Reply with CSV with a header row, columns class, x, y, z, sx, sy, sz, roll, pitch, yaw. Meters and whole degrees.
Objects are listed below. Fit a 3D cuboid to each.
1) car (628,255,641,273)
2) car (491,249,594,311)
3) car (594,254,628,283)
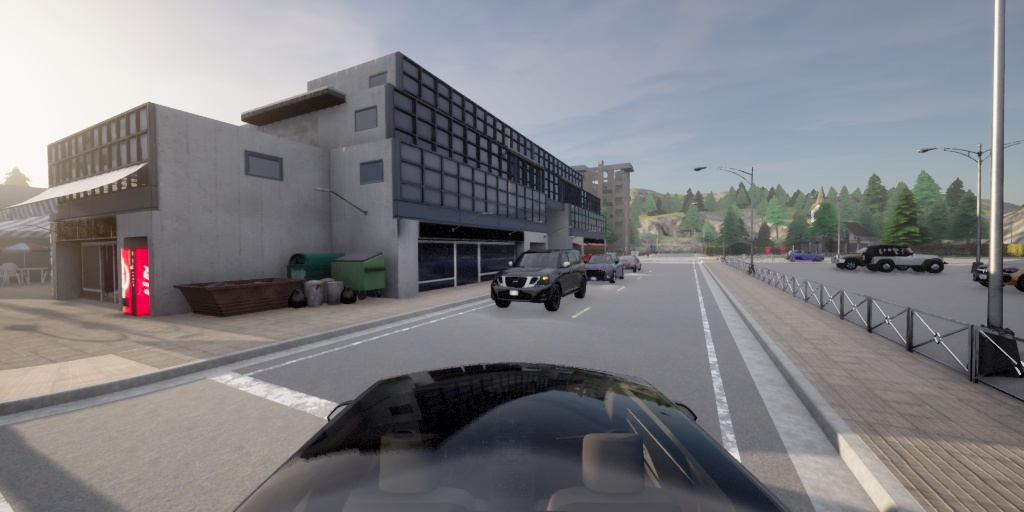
class,x,y,z,sx,sy,sz,roll,pitch,yaw
car,10.250,0.632,31.738,1.812,1.442,4.674,0,1,27
car,1.290,0.757,13.780,2.150,2.045,5.566,0,1,26
car,5.679,0.677,22.583,2.097,1.767,4.553,0,1,26
